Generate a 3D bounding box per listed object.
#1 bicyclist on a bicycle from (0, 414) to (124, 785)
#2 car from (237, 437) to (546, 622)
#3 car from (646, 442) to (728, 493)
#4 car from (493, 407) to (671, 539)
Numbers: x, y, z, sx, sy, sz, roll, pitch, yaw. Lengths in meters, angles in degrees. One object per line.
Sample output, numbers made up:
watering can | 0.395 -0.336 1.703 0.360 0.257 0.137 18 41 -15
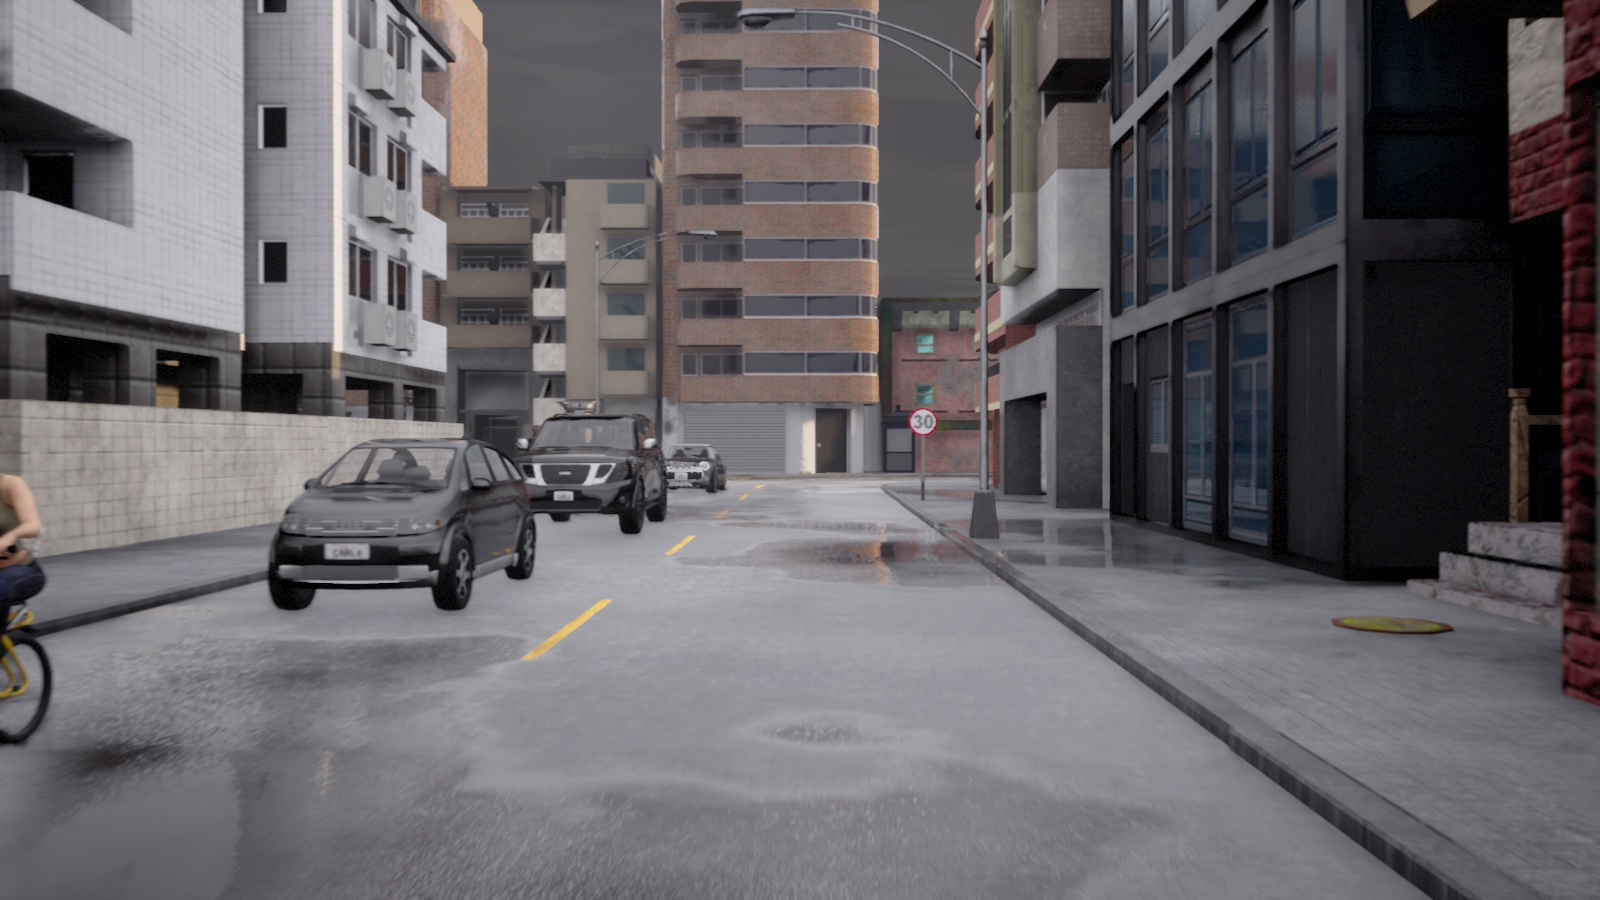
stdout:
bicyclist on a bicycle | -3.907 0.650 5.692 0.866 1.612 1.509 0 0 0
car | -3.806 0.657 12.393 1.789 1.549 3.705 0 0 1
car | -3.412 0.507 38.616 1.970 1.475 3.806 0 0 4
car | -3.674 0.346 22.325 2.150 2.045 5.566 0 0 1
